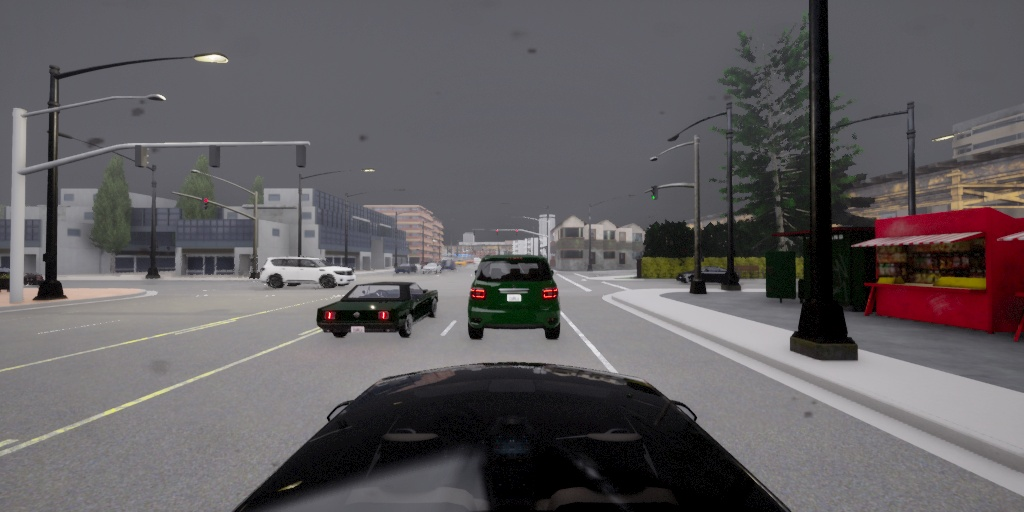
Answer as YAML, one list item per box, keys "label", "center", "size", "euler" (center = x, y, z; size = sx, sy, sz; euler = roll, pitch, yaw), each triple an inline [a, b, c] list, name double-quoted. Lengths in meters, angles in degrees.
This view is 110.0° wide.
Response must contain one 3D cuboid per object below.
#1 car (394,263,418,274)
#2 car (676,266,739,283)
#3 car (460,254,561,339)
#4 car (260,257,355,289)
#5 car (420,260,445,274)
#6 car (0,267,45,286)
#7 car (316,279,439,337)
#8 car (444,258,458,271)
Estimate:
- label: "car"
  center: [-14.139, 1.671, 48.259]
  size: [2.033, 1.411, 5.357]
  euler: [0, -1, 0]
- label: "car"
  center: [14.746, 1.449, 27.128]
  size: [4.181, 1.385, 1.994]
  euler: [0, -1, 0]
- label: "car"
  center: [0.060, 0.986, 10.241]
  size: [2.150, 2.045, 5.566]
  euler: [0, 0, 0]
- label: "car"
  center: [-13.379, 1.079, 23.628]
  size: [5.566, 2.045, 2.150]
  euler: [1, -1, 0]
- label: "car"
  center: [-10.629, 1.644, 47.886]
  size: [1.812, 1.442, 4.674]
  euler: [0, 0, 0]
- label: "car"
  center: [-33.988, 1.404, 23.803]
  size: [4.181, 1.385, 1.994]
  euler: [0, -1, 1]
- label: "car"
  center: [-3.437, 1.368, 10.257]
  size: [1.895, 1.301, 4.718]
  euler: [0, 0, 0]
- label: "car"
  center: [-10.618, 1.520, 58.864]
  size: [2.097, 1.767, 4.553]
  euler: [0, 0, 0]
